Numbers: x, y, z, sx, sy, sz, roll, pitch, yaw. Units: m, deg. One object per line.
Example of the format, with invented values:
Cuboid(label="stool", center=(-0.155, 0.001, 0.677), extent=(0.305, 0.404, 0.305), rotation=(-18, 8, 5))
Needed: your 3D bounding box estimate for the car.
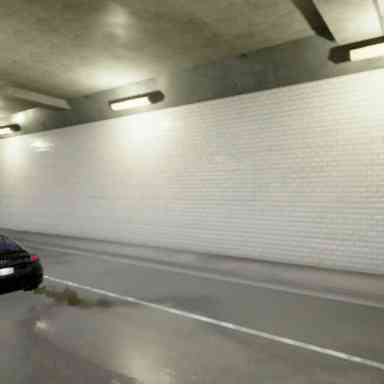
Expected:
Cuboid(label="car", center=(-5.380, 1.567, 7.828), extent=(4.181, 1.385, 1.994), rotation=(0, 0, 35))
